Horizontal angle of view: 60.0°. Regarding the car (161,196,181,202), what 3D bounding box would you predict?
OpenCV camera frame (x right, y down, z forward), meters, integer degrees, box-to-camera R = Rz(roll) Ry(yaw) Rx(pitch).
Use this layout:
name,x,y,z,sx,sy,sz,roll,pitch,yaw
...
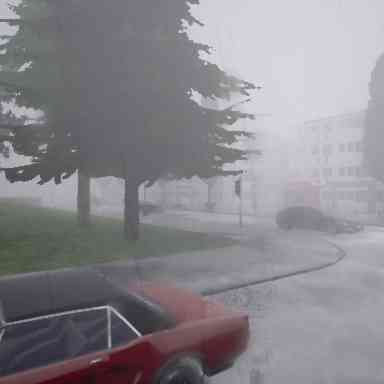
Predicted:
name,x,y,z,sx,sy,sz,roll,pitch,yaw
car,-5.226,1.673,83.155,4.974,1.542,2.038,0,0,-6

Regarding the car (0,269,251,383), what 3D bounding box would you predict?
name,x,y,z,sx,sy,sz,roll,pitch,yaw
car,-1.743,1.601,3.256,4.718,1.301,1.895,0,0,-34

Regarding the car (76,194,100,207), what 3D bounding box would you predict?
name,x,y,z,sx,sy,sz,roll,pitch,yaw
car,-15.850,1.249,50.575,2.150,2.045,5.566,0,0,-35

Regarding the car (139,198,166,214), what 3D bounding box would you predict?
name,x,y,z,sx,sy,sz,roll,pitch,yaw
car,-4.740,1.601,34.816,1.895,1.301,4.718,0,0,-35

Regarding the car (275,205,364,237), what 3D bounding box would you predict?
name,x,y,z,sx,sy,sz,roll,pitch,yaw
car,6.910,1.504,18.507,1.837,1.490,4.892,0,0,-36
